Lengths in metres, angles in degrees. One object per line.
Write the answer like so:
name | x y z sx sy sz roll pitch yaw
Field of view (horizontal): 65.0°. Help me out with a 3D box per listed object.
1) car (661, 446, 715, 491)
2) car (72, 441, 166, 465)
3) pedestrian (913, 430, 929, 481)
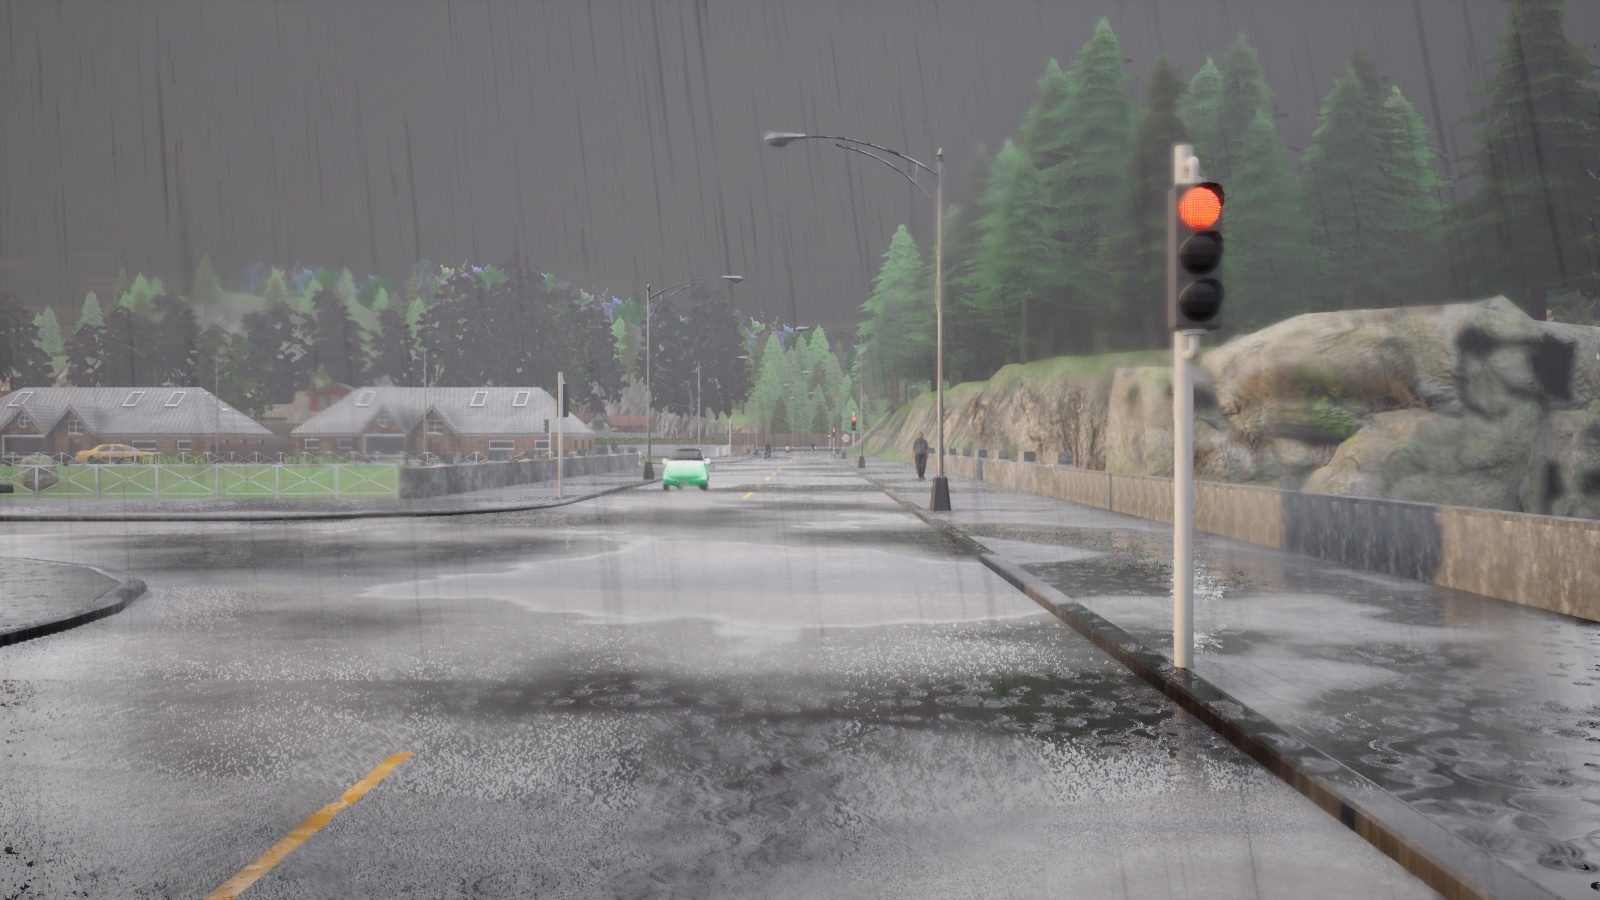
car | -3.512 0.575 39.511 1.481 1.376 2.207 0 0 1
car | -45.491 0.175 83.945 5.366 1.575 1.801 0 0 1
pedestrian | 4.418 0.201 45.797 0.540 1.848 0.694 0 0 2
